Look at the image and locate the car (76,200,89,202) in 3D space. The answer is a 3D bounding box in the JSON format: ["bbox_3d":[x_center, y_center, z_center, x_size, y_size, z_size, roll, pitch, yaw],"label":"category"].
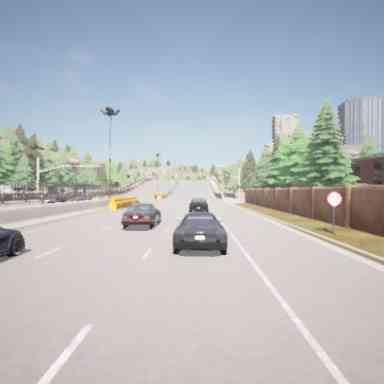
[{"bbox_3d":[-13.298,1.215,41.030,1.882,1.535,5.008,0,0,1],"label":"car"}]

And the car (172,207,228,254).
[{"bbox_3d":[0.306,1.499,13.206,1.994,1.385,4.181,0,0,1],"label":"car"}]

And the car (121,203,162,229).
[{"bbox_3d":[-3.061,1.419,20.809,2.033,1.411,5.357,0,0,1],"label":"car"}]

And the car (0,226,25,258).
[{"bbox_3d":[-6.764,1.464,9.761,1.994,1.385,4.181,0,0,1],"label":"car"}]

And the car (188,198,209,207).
[{"bbox_3d":[0.664,1.314,33.323,1.882,1.535,5.008,0,0,1],"label":"car"}]
